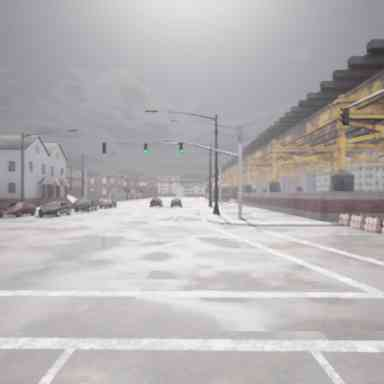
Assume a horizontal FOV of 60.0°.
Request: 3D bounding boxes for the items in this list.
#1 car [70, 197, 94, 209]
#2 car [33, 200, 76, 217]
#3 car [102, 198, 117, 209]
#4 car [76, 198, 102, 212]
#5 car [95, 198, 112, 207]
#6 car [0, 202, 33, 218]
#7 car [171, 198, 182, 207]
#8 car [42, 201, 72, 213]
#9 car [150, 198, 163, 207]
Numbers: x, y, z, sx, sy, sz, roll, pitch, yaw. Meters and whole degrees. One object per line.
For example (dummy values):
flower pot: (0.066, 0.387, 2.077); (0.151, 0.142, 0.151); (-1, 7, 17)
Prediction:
car: (-16.959, 1.699, 51.572); (2.097, 1.767, 4.553); (0, -1, 2)
car: (-13.896, 1.733, 33.963); (1.837, 1.490, 4.892); (0, 0, 2)
car: (-13.414, 1.884, 53.499); (1.812, 1.442, 4.674); (0, 0, 2)
car: (-13.668, 1.794, 43.215); (1.837, 1.490, 4.892); (0, 0, 2)
car: (-16.654, 1.944, 62.529); (1.812, 1.442, 4.674); (0, 0, 2)
car: (-17.412, 1.750, 33.463); (1.812, 1.442, 4.674); (0, 0, 1)
car: (-2.704, 1.895, 58.380); (1.837, 1.490, 4.892); (0, 0, 1)
car: (-17.186, 1.886, 42.554); (1.895, 1.301, 4.718); (0, 0, 2)
car: (-6.203, 1.868, 58.465); (1.882, 1.535, 5.008); (0, 0, 1)
